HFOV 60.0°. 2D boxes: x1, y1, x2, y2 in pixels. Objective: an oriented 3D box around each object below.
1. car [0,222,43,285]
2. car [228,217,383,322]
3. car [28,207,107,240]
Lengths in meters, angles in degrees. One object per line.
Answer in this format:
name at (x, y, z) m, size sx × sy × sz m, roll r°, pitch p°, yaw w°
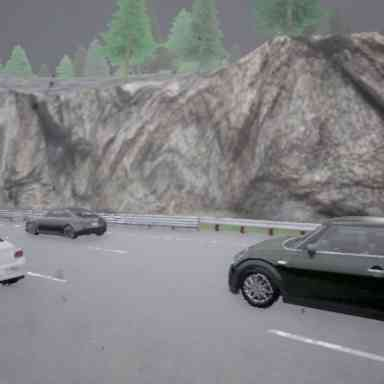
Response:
car at (-5.853, 1.500, 7.904) m, size 4.674 × 1.442 × 1.812 m, roll 0°, pitch 0°, yaw 32°
car at (2.933, 1.249, 6.162) m, size 4.553 × 1.767 × 2.097 m, roll 0°, pitch 1°, yaw 35°
car at (-6.167, 1.454, 16.239) m, size 4.181 × 1.385 × 1.994 m, roll 0°, pitch 1°, yaw 31°
